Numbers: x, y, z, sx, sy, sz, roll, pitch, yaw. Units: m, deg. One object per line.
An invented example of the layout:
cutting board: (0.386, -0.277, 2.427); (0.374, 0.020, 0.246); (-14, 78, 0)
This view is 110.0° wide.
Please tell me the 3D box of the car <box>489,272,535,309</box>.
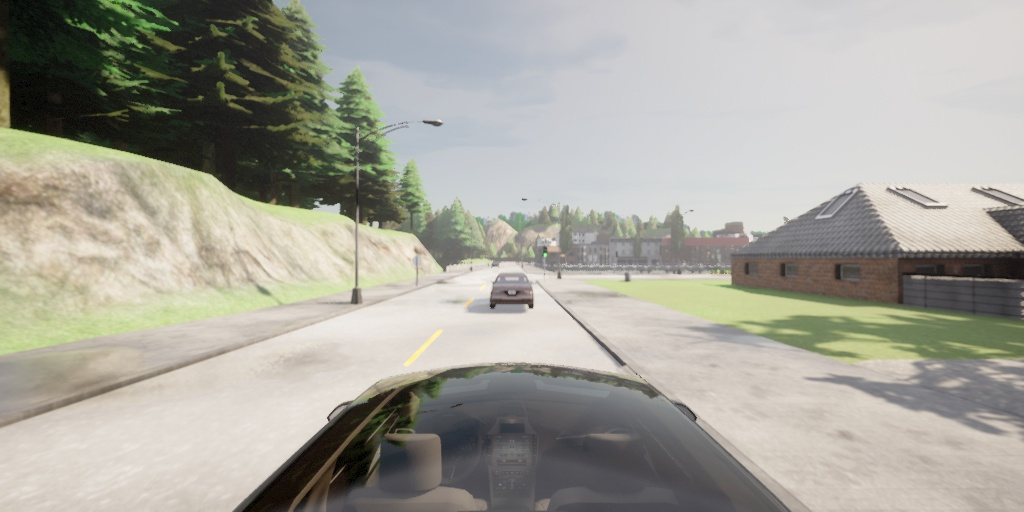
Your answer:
car: (-0.005, 1.429, 15.842); (2.033, 1.411, 5.357); (0, -1, 0)
